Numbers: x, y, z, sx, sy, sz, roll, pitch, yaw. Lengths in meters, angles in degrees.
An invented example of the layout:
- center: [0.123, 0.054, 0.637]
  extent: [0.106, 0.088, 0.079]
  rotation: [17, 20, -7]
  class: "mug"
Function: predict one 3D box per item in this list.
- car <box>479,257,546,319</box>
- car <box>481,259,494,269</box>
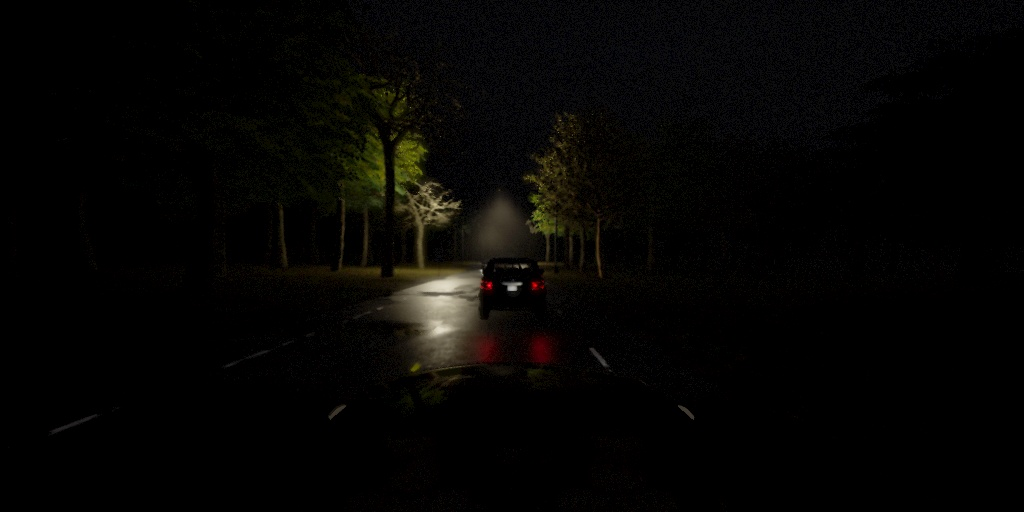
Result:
- center: [0.037, 1.055, 13.282]
  extent: [2.150, 2.045, 5.566]
  rotation: [0, 0, 1]
  class: "car"
- center: [-4.164, 1.373, 60.232]
  extent: [2.128, 1.511, 4.902]
  rotation: [0, 0, -4]
  class: "car"
